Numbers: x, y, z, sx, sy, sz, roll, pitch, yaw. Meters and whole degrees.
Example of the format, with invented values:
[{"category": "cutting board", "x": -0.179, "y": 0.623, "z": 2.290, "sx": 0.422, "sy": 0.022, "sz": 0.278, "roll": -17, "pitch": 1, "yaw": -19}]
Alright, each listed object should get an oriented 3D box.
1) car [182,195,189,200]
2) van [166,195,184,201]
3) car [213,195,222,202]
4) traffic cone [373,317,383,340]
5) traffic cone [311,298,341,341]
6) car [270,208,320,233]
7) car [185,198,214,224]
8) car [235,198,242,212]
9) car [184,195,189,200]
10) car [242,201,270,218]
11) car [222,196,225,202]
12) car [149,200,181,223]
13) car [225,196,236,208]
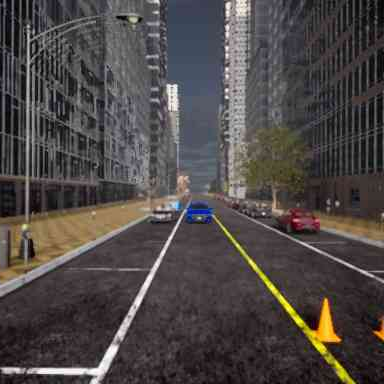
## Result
[{"category": "car", "x": -1.723, "y": 1.558, "z": 93.716, "sx": 1.802, "sy": 1.307, "sz": 4.206, "roll": 1, "pitch": 0, "yaw": 0}, {"category": "van", "x": -2.099, "y": 1.360, "z": 36.790, "sx": 1.690, "sy": 1.788, "sz": 3.998, "roll": 0, "pitch": 0, "yaw": 0}, {"category": "car", "x": 6.545, "y": 1.596, "z": 76.577, "sx": 1.887, "sy": 1.381, "sz": 4.507, "roll": 0, "pitch": 0, "yaw": 0}, {"category": "traffic cone", "x": 3.104, "y": 1.981, "z": 5.230, "sx": 0.340, "sy": 0.580, "sz": 0.340, "roll": 0, "pitch": 0, "yaw": 0}, {"category": "traffic cone", "x": 2.104, "y": 1.975, "z": 5.236, "sx": 0.340, "sy": 0.580, "sz": 0.340, "roll": 0, "pitch": 0, "yaw": 0}, {"category": "car", "x": 6.167, "y": 1.643, "z": 19.653, "sx": 1.802, "sy": 1.307, "sz": 4.206, "roll": 0, "pitch": 0, "yaw": 0}, {"category": "car", "x": 0.513, "y": 1.509, "z": 25.153, "sx": 1.882, "sy": 1.535, "sz": 5.008, "roll": 0, "pitch": 0, "yaw": 0}, {"category": "car", "x": 6.280, "y": 1.622, "z": 36.730, "sx": 2.008, "sy": 1.369, "sz": 4.403, "roll": 0, "pitch": 0, "yaw": 0}, {"category": "car", "x": -1.760, "y": 1.529, "z": 88.023, "sx": 1.887, "sy": 1.381, "sz": 4.507, "roll": 1, "pitch": 0, "yaw": 0}, {"category": "car", "x": 6.242, "y": 1.621, "z": 31.038, "sx": 2.008, "sy": 1.369, "sz": 4.403, "roll": 0, "pitch": 0, "yaw": 0}, {"category": "car", "x": 6.394, "y": 1.506, "z": 53.807, "sx": 1.967, "sy": 1.590, "sz": 4.097, "roll": 0, "pitch": 0, "yaw": 0}, {"category": "car", "x": -2.176, "y": 1.566, "z": 25.404, "sx": 2.008, "sy": 1.369, "sz": 4.403, "roll": 0, "pitch": 0, "yaw": 0}, {"category": "car", "x": 6.356, "y": 1.508, "z": 48.115, "sx": 1.967, "sy": 1.590, "sz": 4.097, "roll": 0, "pitch": 0, "yaw": 0}]
